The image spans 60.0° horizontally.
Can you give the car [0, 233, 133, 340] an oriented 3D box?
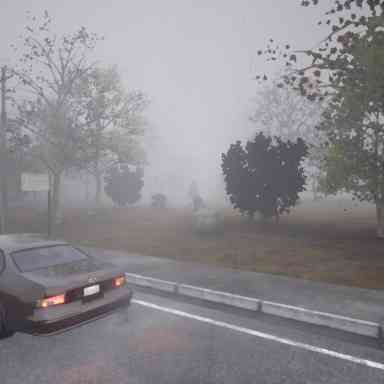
[{"bbox_3d":[-3.579,1.547,6.535,5.357,1.411,2.033,0,0,35],"label":"car"}]
